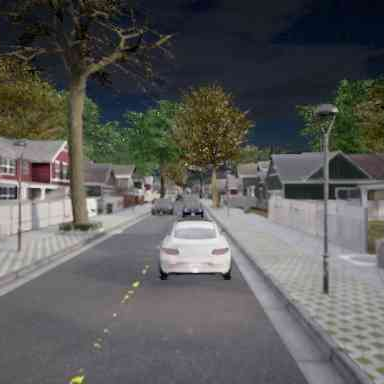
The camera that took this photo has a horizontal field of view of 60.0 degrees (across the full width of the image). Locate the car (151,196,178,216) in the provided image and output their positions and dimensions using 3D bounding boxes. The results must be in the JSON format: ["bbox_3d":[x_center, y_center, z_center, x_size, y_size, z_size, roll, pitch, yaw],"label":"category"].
[{"bbox_3d":[-2.844,1.384,33.160,2.097,1.767,4.553,0,0,0],"label":"car"}]

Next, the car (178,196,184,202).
[{"bbox_3d":[-2.746,1.572,74.416,1.837,1.490,4.892,0,0,0],"label":"car"}]

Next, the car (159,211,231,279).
[{"bbox_3d":[0.088,1.533,9.921,1.812,1.442,4.674,0,0,0],"label":"car"}]

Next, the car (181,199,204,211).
[{"bbox_3d":[0.098,1.629,30.927,1.895,1.301,4.718,0,0,0],"label":"car"}]
